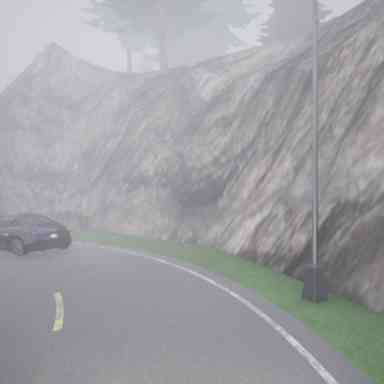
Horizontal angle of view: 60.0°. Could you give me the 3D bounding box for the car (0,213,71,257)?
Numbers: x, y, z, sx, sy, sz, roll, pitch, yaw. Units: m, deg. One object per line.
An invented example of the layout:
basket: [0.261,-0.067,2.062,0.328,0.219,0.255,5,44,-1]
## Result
car: [-6.613,1.506,12.702,4.181,1.385,1.994,0,0,30]
